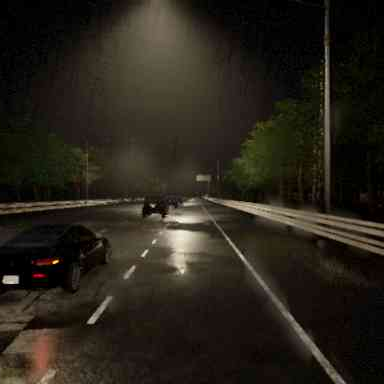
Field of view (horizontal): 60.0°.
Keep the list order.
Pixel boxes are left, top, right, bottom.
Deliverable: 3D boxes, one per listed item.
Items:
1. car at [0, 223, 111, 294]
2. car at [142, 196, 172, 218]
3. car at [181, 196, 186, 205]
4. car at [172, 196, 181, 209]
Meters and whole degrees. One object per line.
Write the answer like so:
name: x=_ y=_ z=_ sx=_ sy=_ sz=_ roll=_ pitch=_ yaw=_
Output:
car: x=-3.498 y=1.542 z=8.739 sx=1.812 sy=1.442 sz=4.674 roll=0 pitch=0 yaw=0
car: x=-3.457 y=1.382 z=32.190 sx=2.150 sy=2.045 sz=5.566 roll=0 pitch=-1 yaw=0
car: x=-3.210 y=1.888 z=76.954 sx=2.150 sy=2.045 sz=5.566 roll=0 pitch=-1 yaw=0
car: x=-3.367 y=1.616 z=53.785 sx=2.150 sy=2.045 sz=5.566 roll=0 pitch=-1 yaw=0
